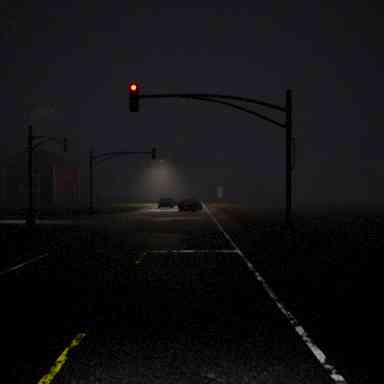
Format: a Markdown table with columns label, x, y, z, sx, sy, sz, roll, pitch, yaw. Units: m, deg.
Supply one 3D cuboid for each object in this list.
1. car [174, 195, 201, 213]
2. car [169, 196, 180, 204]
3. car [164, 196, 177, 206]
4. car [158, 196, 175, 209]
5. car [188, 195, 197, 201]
| label | x | y | z | sx | sy | sz | roll | pitch | yaw |
| --- | --- | --- | --- | --- | --- | --- | --- | --- | --- |
| car | -0.198 | 1.452 | 36.931 | 1.882 | 1.535 | 5.008 | 1 | 0 | 11 |
| car | -3.433 | 1.531 | 64.992 | 1.895 | 1.301 | 4.718 | 0 | 0 | 1 |
| car | -3.487 | 1.473 | 55.063 | 1.812 | 1.442 | 4.674 | 0 | 0 | 1 |
| car | -3.513 | 1.440 | 45.201 | 1.882 | 1.535 | 5.008 | 0 | 0 | 0 |
| car | 0.141 | 1.443 | 82.918 | 1.994 | 1.385 | 4.181 | 0 | 0 | 0 |
